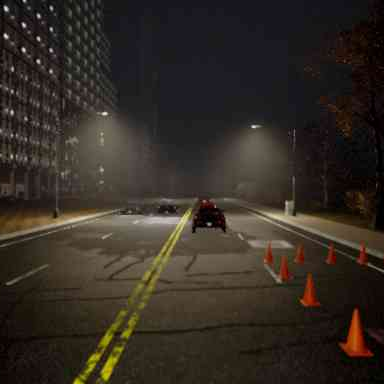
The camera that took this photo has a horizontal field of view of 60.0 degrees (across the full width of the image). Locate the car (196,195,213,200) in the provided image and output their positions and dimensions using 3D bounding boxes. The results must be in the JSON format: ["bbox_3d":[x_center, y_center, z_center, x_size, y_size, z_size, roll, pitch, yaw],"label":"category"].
[{"bbox_3d":[1.577,1.197,42.538,2.097,1.767,4.553,1,0,2],"label":"car"}]

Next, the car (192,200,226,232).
[{"bbox_3d":[0.962,1.455,19.475,1.812,1.442,4.674,1,0,2],"label":"car"}]

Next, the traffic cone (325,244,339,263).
[{"bbox_3d":[4.494,1.958,10.683,0.340,0.580,0.340,1,0,2],"label":"traffic cone"}]

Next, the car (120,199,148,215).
[{"bbox_3d":[-5.409,1.359,31.981,2.033,1.411,5.357,1,0,2],"label":"car"}]

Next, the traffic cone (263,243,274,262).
[{"bbox_3d":[2.495,1.937,10.736,0.340,0.580,0.340,1,0,2],"label":"traffic cone"}]

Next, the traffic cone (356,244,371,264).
[{"bbox_3d":[5.494,1.969,10.657,0.340,0.580,0.340,1,0,2],"label":"traffic cone"}]

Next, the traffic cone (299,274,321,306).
[{"bbox_3d":[2.388,1.952,6.738,0.340,0.580,0.340,1,0,2],"label":"traffic cone"}]

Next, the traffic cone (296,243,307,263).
[{"bbox_3d":[3.494,1.948,10.710,0.340,0.580,0.340,1,0,2],"label":"traffic cone"}]

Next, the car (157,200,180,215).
[{"bbox_3d":[-2.169,1.449,31.567,1.895,1.301,4.718,1,0,2],"label":"car"}]

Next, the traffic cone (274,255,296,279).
[{"bbox_3d":[2.441,1.944,8.737,0.340,0.580,0.340,1,0,2],"label":"traffic cone"}]

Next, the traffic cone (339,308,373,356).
[{"bbox_3d":[2.335,1.960,4.738,0.340,0.580,0.340,1,0,2],"label":"traffic cone"}]
